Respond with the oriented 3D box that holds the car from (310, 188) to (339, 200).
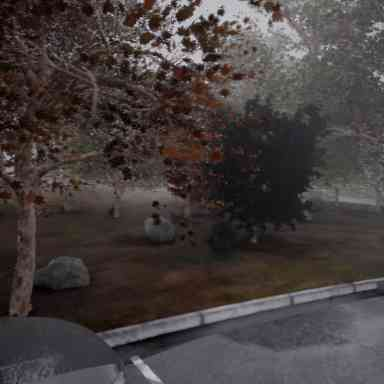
[{"bbox_3d":[17.764,0.169,44.965,1.837,1.490,4.892,2,3,-14],"label":"car"}]
